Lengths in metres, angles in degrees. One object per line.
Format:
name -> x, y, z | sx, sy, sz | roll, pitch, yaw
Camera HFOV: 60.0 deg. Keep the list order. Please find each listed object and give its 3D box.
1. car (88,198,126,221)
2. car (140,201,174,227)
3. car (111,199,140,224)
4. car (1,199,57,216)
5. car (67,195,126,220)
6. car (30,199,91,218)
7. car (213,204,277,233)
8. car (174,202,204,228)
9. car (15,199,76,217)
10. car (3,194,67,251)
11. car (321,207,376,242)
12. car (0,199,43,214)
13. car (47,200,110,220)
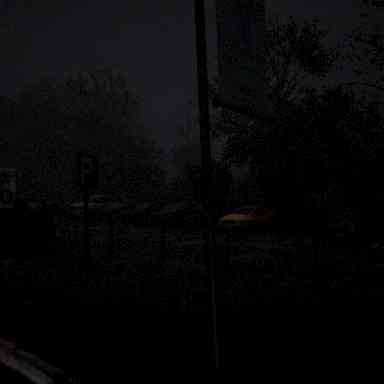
car -> -5.507, 1.500, 26.578 | 2.097, 1.535, 5.008 | 0, 0, 35
car -> -0.979, 1.497, 23.367 | 2.231, 1.521, 4.892 | 0, 0, 35
car -> -3.243, 1.498, 24.972 | 2.097, 1.535, 5.008 | 0, 0, 35
car -> -16.846, 1.527, 34.579 | 2.163, 1.488, 4.792 | 0, 0, 35
car -> -7.791, 1.251, 28.157 | 2.435, 2.045, 5.566 | 0, 0, 35
car -> -12.306, 1.503, 31.388 | 2.097, 1.535, 5.008 | 0, 0, 35
car -> 3.437, 1.489, 19.998 | 1.946, 1.575, 5.366 | 0, 0, 35
car -> 1.298, 1.524, 21.779 | 2.163, 1.488, 4.792 | 0, 0, 35
car -> -14.461, 1.497, 33.150 | 1.946, 1.575, 5.366 | 0, 0, 35
car -> -7.858, 1.243, 12.167 | 2.435, 2.045, 5.566 | 0, 0, 35
car -> 8.056, 1.518, 16.914 | 2.163, 1.488, 4.792 | 0, 0, 35
car -> -19.082, 1.515, 36.237 | 2.163, 1.488, 4.792 | 0, 0, 35
car -> -10.041, 1.505, 29.780 | 2.231, 1.521, 4.892 | 0, 0, 35
